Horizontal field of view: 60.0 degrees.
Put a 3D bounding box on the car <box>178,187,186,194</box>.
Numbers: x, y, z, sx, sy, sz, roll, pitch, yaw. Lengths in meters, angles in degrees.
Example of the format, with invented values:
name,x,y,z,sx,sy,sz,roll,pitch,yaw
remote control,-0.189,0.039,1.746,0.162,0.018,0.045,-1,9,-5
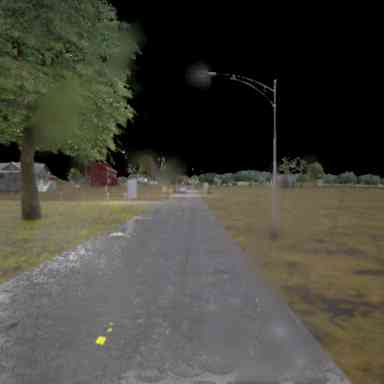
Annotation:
name,x,y,z,sx,sy,sz,roll,pitch,yaw
car,-2.842,-0.251,88.985,1.882,1.535,5.008,0,2,0
